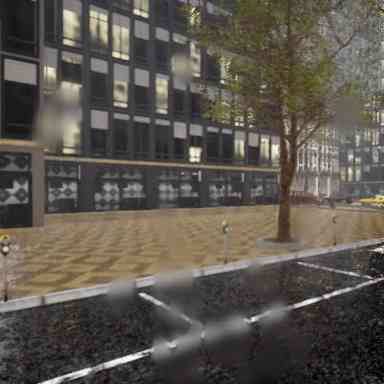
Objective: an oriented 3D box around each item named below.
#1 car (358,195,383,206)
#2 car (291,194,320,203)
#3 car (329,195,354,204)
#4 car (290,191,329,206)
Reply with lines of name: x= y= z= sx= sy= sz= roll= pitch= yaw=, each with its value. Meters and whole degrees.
car: x=24.693 y=1.134 z=44.252 sx=1.752 sy=1.417 sz=4.829 roll=1 pitch=0 yaw=-36
car: x=18.093 y=0.984 z=53.135 sx=1.802 sy=1.307 sz=4.206 roll=1 pitch=0 yaw=-36
car: x=21.409 y=1.073 z=48.598 sx=1.947 sy=1.339 sz=4.313 roll=1 pitch=0 yaw=-36
car: x=14.653 y=0.846 z=43.646 sx=2.192 sy=1.841 sz=5.009 roll=1 pitch=0 yaw=-36
